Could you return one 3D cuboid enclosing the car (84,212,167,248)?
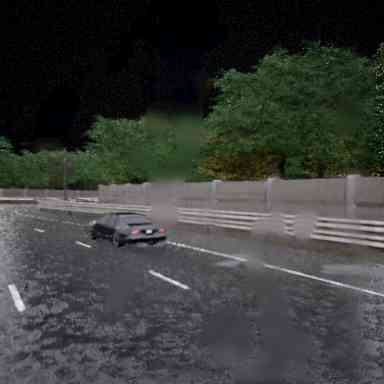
[{"bbox_3d":[-3.252,1.649,15.405,2.033,1.411,5.357,1,-1,-37],"label":"car"}]
